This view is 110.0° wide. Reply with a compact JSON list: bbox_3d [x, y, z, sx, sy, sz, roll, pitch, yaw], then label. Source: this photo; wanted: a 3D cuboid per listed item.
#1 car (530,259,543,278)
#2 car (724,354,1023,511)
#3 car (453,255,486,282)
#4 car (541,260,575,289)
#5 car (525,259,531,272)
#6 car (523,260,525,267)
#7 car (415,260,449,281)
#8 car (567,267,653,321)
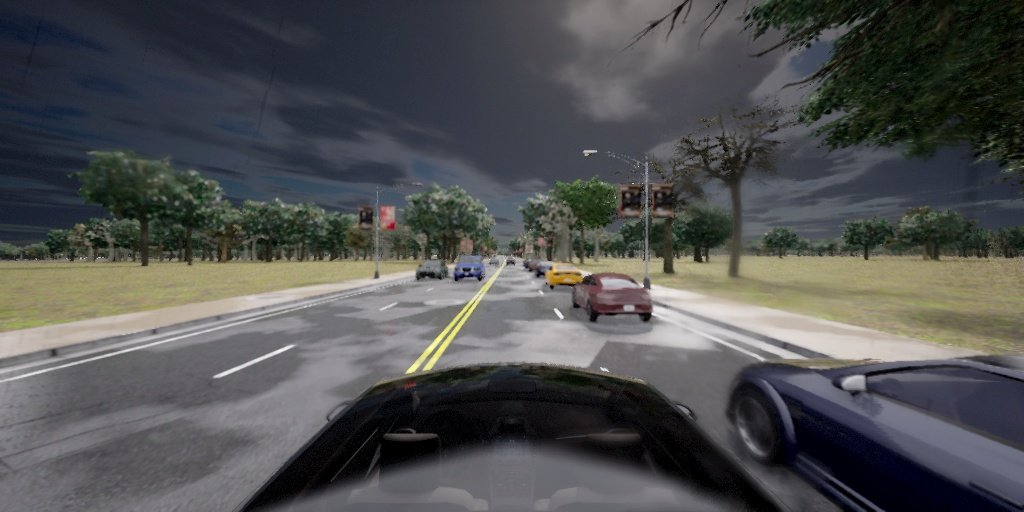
[{"bbox_3d":[3.196,1.254,34.286,2.163,1.488,4.792,0,0,0],"label":"car"},{"bbox_3d":[3.358,1.313,2.262,1.994,1.385,4.181,0,0,-1],"label":"car"},{"bbox_3d":[-3.387,0.970,29.449,2.150,2.045,5.566,0,0,0],"label":"car"},{"bbox_3d":[3.227,1.228,23.250,1.882,1.535,5.008,0,0,0],"label":"car"},{"bbox_3d":[3.154,1.103,45.231,2.097,1.767,4.553,0,0,0],"label":"car"},{"bbox_3d":[3.099,1.256,56.296,2.163,1.488,4.792,0,0,0],"label":"car"},{"bbox_3d":[-6.637,1.103,30.214,2.097,1.767,4.553,0,0,0],"label":"car"},{"bbox_3d":[3.245,1.275,12.245,1.812,1.442,4.674,0,0,0],"label":"car"}]
